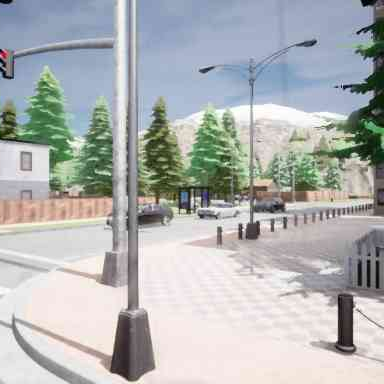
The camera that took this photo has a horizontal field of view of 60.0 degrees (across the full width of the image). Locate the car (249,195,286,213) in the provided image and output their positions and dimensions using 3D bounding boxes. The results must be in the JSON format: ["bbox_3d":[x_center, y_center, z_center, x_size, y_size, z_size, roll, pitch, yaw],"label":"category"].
[{"bbox_3d":[8.606,1.337,36.723,2.097,1.767,4.553,0,0,38],"label":"car"}]

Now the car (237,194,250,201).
[{"bbox_3d":[13.005,1.144,77.953,1.932,1.855,4.605,0,0,36],"label":"car"}]

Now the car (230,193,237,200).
[{"bbox_3d":[10.741,1.146,79.113,1.905,1.878,3.866,0,0,36],"label":"car"}]

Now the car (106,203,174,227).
[{"bbox_3d":[-3.209,1.476,21.227,2.128,1.511,4.902,0,0,37],"label":"car"}]

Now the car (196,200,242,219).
[{"bbox_3d":[2.412,1.586,28.616,1.895,1.301,4.718,0,0,37],"label":"car"}]
